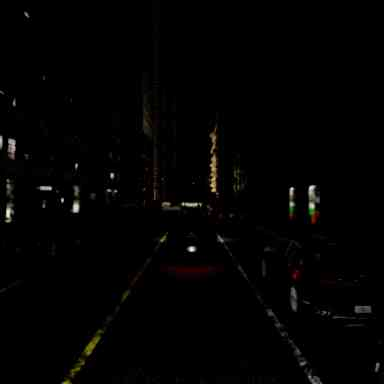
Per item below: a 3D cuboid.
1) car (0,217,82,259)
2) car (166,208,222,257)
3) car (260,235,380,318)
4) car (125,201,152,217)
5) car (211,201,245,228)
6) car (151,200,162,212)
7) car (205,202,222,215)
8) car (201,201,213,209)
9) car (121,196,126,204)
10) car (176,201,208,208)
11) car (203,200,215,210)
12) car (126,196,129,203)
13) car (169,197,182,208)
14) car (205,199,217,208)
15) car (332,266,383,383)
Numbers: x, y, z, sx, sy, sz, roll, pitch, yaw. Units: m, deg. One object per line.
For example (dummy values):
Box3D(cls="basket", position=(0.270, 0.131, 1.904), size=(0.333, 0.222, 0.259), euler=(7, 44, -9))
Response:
Box3D(cls="car", position=(-5.699, 1.691, 13.078), size=(2.008, 1.369, 4.403), euler=(0, -1, 0))
Box3D(cls="car", position=(0.009, 1.652, 13.497), size=(1.837, 1.490, 4.892), euler=(0, 0, 0))
Box3D(cls="car", position=(2.687, 1.631, 7.406), size=(2.008, 1.369, 4.403), euler=(0, -1, 0))
Box3D(cls="car", position=(-5.720, 1.966, 35.806), size=(1.802, 1.307, 4.206), euler=(0, -1, 0))
Box3D(cls="car", position=(2.671, 1.702, 24.452), size=(1.967, 1.590, 4.097), euler=(0, -1, 0))
Box3D(cls="car", position=(-5.730, 1.949, 47.172), size=(1.967, 1.590, 4.097), euler=(0, -1, 0))
Box3D(cls="car", position=(2.655, 1.974, 41.668), size=(1.752, 1.417, 4.829), euler=(0, -1, 0))
Box3D(cls="car", position=(2.640, 2.202, 58.544), size=(1.947, 1.339, 4.313), euler=(0, -1, 0))
Box3D(cls="car", position=(-17.623, 1.795, 72.216), size=(5.009, 1.841, 2.192), euler=(1, -2, -1))
Box3D(cls="car", position=(-0.004, 1.798, 28.495), size=(2.128, 1.511, 4.902), euler=(0, 0, 0))
Box3D(cls="car", position=(2.645, 2.100, 53.032), size=(1.752, 1.417, 4.829), euler=(0, -1, 0))
Box3D(cls="car", position=(-17.765, 1.907, 80.593), size=(5.009, 1.841, 2.192), euler=(1, -2, -1))
Box3D(cls="car", position=(-3.064, 1.917, 63.484), size=(2.150, 2.045, 5.566), euler=(0, -1, 0))
Box3D(cls="car", position=(2.660, 1.825, 35.817), size=(1.967, 1.590, 4.097), euler=(0, -1, 0))
Box3D(cls="car", position=(2.692, 1.571, 1.724), size=(2.008, 1.369, 4.403), euler=(0, -1, 0))
